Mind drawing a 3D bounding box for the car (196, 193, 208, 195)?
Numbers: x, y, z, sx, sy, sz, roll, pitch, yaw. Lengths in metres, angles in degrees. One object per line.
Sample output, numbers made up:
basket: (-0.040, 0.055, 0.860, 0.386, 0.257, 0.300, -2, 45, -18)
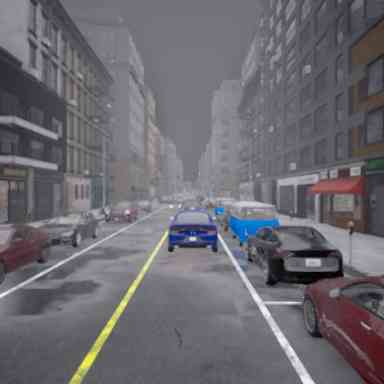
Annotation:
car: (2.621, 1.384, 69.931, 2.192, 1.841, 5.009, 0, 0, 0)

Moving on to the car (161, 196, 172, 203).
car: (-5.404, 1.635, 69.928, 1.947, 1.339, 4.313, 0, 0, 0)

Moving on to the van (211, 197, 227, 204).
van: (2.631, 1.357, 25.842, 1.690, 1.788, 3.998, 0, 0, 0)

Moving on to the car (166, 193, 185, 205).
car: (-2.820, 1.408, 58.178, 2.097, 1.767, 4.553, 0, 0, 1)

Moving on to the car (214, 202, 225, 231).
car: (2.632, 1.561, 20.332, 2.008, 1.369, 4.403, 0, 0, 0)

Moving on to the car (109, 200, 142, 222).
car: (-5.394, 1.456, 25.841, 1.967, 1.590, 4.097, 0, 0, 0)

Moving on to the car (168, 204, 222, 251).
car: (0.049, 1.483, 14.141, 1.882, 1.535, 5.008, 0, 0, 0)

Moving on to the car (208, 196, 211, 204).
car: (2.627, 1.477, 42.375, 1.967, 1.590, 4.097, 0, 0, 0)

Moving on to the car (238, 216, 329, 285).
car: (2.635, 1.569, 9.311, 1.947, 1.339, 4.313, 0, 0, 0)

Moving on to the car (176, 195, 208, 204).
car: (0.037, 1.370, 27.833, 2.097, 1.767, 4.553, 0, 0, 1)

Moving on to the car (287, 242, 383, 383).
car: (2.636, 1.583, 3.800, 1.802, 1.307, 4.206, 0, 0, 0)

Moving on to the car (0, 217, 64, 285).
car: (-5.390, 1.585, 9.308, 1.802, 1.307, 4.206, 0, 0, 0)

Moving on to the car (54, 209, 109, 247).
car: (-5.391, 1.557, 14.819, 2.008, 1.369, 4.403, 0, 0, 0)

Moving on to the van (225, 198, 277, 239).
van: (2.633, 1.347, 14.821, 1.690, 1.788, 3.998, 0, 0, 0)

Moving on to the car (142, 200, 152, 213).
car: (-5.397, 1.581, 36.862, 2.008, 1.369, 4.403, 0, 0, 0)

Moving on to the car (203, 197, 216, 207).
car: (2.738, 1.577, 53.446, 1.812, 1.442, 4.674, 0, 0, 0)

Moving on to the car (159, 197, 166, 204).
car: (-5.403, 1.608, 64.418, 1.887, 1.381, 4.507, 0, 0, 0)
